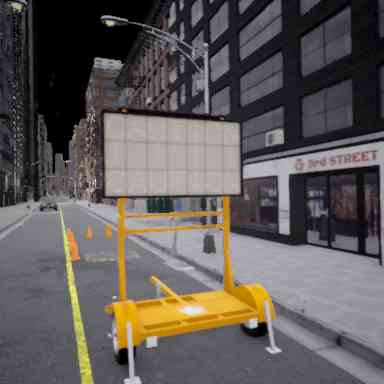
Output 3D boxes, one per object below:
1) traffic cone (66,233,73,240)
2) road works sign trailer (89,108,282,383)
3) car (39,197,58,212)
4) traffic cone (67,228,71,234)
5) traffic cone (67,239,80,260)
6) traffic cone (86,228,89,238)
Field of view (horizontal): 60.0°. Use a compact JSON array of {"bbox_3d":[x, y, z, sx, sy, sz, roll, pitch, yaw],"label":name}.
[{"bbox_3d":[-4.843,2.071,13.461,0.340,0.580,0.340,-1,0,-22],"label":"traffic cone"},{"bbox_3d":[-0.311,0.487,5.599,2.380,3.560,2.880,-1,0,-22],"label":"road works sign trailer"},{"bbox_3d":[-20.525,1.688,47.646,2.150,2.045,5.566,-1,0,-22],"label":"car"},{"bbox_3d":[-5.592,2.088,15.316,0.340,0.580,0.340,-1,0,-22],"label":"traffic cone"},{"bbox_3d":[-4.094,2.053,11.607,0.340,0.580,0.340,-1,0,-22],"label":"traffic cone"},{"bbox_3d":[-5.413,2.095,17.545,0.340,0.580,0.340,-1,0,-22],"label":"traffic cone"}]
